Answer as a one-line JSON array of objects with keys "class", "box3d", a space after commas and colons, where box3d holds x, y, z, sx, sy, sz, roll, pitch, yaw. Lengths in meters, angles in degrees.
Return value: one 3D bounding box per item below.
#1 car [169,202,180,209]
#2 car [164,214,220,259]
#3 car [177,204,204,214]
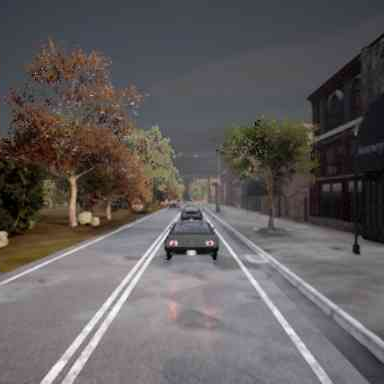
[{"class": "car", "box3d": [-3.375, 2.605, 65.149, 1.994, 1.385, 4.181, 0, -1, 0]}, {"class": "car", "box3d": [-0.001, 1.774, 13.274, 1.895, 1.301, 4.718, 0, -1, 0]}, {"class": "car", "box3d": [-0.024, 1.938, 28.539, 1.837, 1.490, 4.892, 0, 0, 0]}]
